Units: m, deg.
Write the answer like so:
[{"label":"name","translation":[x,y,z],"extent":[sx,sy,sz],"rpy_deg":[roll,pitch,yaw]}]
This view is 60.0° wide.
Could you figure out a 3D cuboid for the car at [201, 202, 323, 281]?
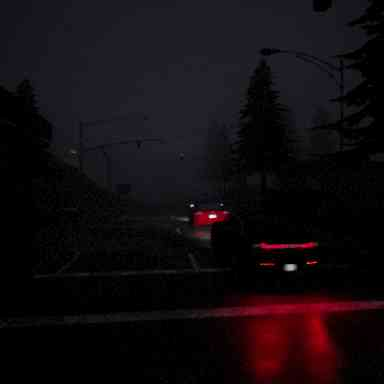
[{"label":"car","translation":[1.732,1.251,9.121],"extent":[2.128,1.511,4.902],"rpy_deg":[-1,2,-6]}]

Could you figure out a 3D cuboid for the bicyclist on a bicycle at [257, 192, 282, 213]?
[{"label":"bicyclist on a bicycle","translation":[4.649,0.849,20.111],"extent":[1.656,1.620,0.582],"rpy_deg":[-1,1,-6]}]

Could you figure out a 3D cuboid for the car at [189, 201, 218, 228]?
[{"label":"car","translation":[0.907,1.171,19.042],"extent":[1.994,1.385,4.181],"rpy_deg":[-1,1,-5]}]
